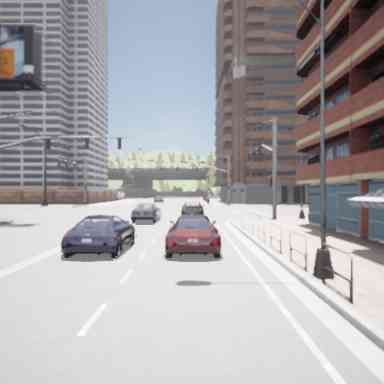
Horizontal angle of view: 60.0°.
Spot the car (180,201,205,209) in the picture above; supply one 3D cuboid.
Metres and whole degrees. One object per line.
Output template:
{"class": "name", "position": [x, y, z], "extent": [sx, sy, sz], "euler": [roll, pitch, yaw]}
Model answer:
{"class": "car", "position": [0.056, 1.497, 27.774], "extent": [2.128, 1.511, 4.902], "euler": [0, 0, 1]}

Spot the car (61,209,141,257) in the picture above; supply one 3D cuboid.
{"class": "car", "position": [-3.448, 1.567, 12.944], "extent": [1.994, 1.385, 4.181], "euler": [0, 0, 1]}

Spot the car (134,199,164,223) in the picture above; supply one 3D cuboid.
{"class": "car", "position": [-3.466, 1.553, 25.608], "extent": [2.033, 1.411, 5.357], "euler": [0, 0, 0]}

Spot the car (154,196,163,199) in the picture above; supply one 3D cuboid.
{"class": "car", "position": [-6.968, 1.538, 69.636], "extent": [1.812, 1.442, 4.674], "euler": [0, 0, 0]}

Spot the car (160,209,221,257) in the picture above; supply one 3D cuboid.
{"class": "car", "position": [0.051, 1.567, 12.901], "extent": [1.994, 1.385, 4.181], "euler": [0, 0, 0]}
